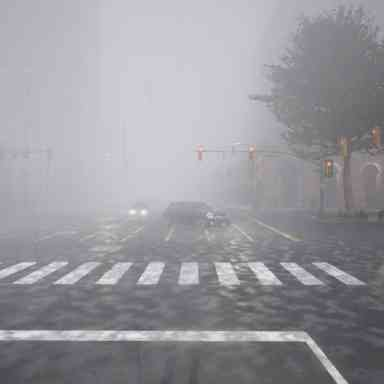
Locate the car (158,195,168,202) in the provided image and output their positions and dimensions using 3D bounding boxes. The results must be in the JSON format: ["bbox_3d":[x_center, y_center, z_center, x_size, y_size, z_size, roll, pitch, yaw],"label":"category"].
[{"bbox_3d":[-6.491,1.524,74.308,1.812,1.442,4.674,0,0,1],"label":"car"}]

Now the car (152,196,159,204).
[{"bbox_3d":[-6.759,1.477,60.963,1.882,1.535,5.008,0,0,1],"label":"car"}]

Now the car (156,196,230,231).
[{"bbox_3d":[0.191,1.352,20.954,4.553,1.767,2.097,0,0,43],"label":"car"}]

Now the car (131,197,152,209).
[{"bbox_3d":[-6.876,1.601,44.468,1.895,1.301,4.718,0,0,0],"label":"car"}]
